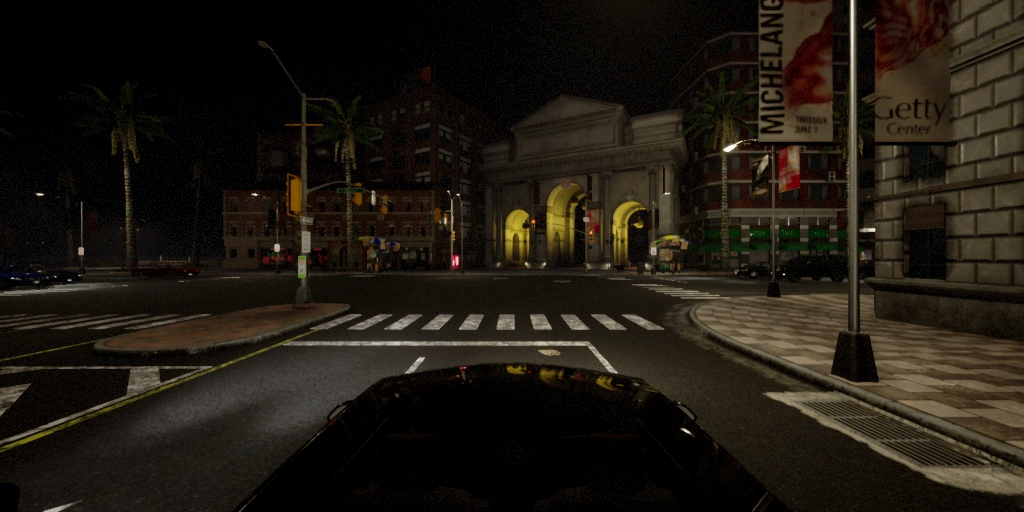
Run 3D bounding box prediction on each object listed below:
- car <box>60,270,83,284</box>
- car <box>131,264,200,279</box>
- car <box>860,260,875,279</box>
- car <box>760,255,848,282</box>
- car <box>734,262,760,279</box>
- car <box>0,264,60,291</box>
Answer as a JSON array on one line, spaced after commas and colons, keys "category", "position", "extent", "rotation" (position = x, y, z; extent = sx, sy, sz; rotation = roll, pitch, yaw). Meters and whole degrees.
[{"category": "car", "position": [-33.380, 1.297, 24.915], "extent": [5.357, 1.411, 2.033], "rotation": [0, 0, 0]}, {"category": "car", "position": [-30.989, 1.350, 32.098], "extent": [4.718, 1.301, 1.895], "rotation": [0, 0, 0]}, {"category": "car", "position": [31.281, 1.101, 31.588], "extent": [4.553, 1.767, 2.097], "rotation": [0, 0, 2]}, {"category": "car", "position": [23.281, 0.971, 28.255], "extent": [5.566, 2.045, 2.150], "rotation": [0, 0, 0]}, {"category": "car", "position": [22.305, 1.241, 31.751], "extent": [4.902, 1.511, 2.128], "rotation": [0, 0, 0]}, {"category": "car", "position": [-30.473, 1.275, 21.326], "extent": [4.674, 1.442, 1.812], "rotation": [0, 0, 2]}]
